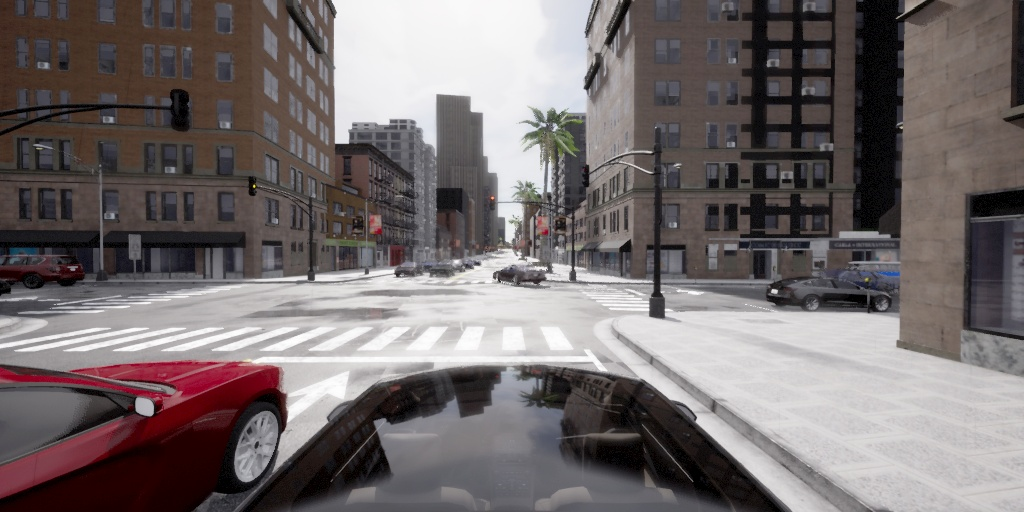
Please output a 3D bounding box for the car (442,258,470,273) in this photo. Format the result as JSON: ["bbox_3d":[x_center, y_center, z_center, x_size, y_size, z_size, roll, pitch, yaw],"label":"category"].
[{"bbox_3d":[-6.894,1.229,44.565,2.128,1.511,4.902,0,0,0],"label":"car"}]

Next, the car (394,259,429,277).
[{"bbox_3d":[-10.085,1.289,35.695,2.033,1.411,5.357,0,0,-1],"label":"car"}]

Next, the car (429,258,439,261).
[{"bbox_3d":[-10.151,1.090,45.226,2.097,1.767,4.553,0,0,0],"label":"car"}]

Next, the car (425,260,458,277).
[{"bbox_3d":[-6.832,1.343,35.367,1.895,1.301,4.718,0,0,0],"label":"car"}]

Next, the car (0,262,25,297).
[{"bbox_3d":[-24.028,1.126,14.627,4.892,1.490,1.837,1,1,-9],"label":"car"}]

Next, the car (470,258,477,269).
[{"bbox_3d":[-6.955,1.082,54.234,2.097,1.767,4.553,0,0,0],"label":"car"}]

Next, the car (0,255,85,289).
[{"bbox_3d":[-27.271,0.835,19.962,5.009,1.841,2.192,0,0,-9],"label":"car"}]

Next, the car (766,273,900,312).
[{"bbox_3d":[12.869,1.514,14.747,4.313,1.339,1.948,0,0,0],"label":"car"}]

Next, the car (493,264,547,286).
[{"bbox_3d":[0.464,1.289,25.424,2.033,1.411,5.357,0,0,-26],"label":"car"}]

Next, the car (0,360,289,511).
[{"bbox_3d":[-3.144,1.228,1.516,1.882,1.535,5.008,0,0,1],"label":"car"}]

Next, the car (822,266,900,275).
[{"bbox_3d":[19.268,1.459,20.704,5.357,1.411,2.033,0,1,0],"label":"car"}]

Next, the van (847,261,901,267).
[{"bbox_3d":[23.850,1.251,23.288,3.998,1.789,1.690,0,0,0],"label":"van"}]
